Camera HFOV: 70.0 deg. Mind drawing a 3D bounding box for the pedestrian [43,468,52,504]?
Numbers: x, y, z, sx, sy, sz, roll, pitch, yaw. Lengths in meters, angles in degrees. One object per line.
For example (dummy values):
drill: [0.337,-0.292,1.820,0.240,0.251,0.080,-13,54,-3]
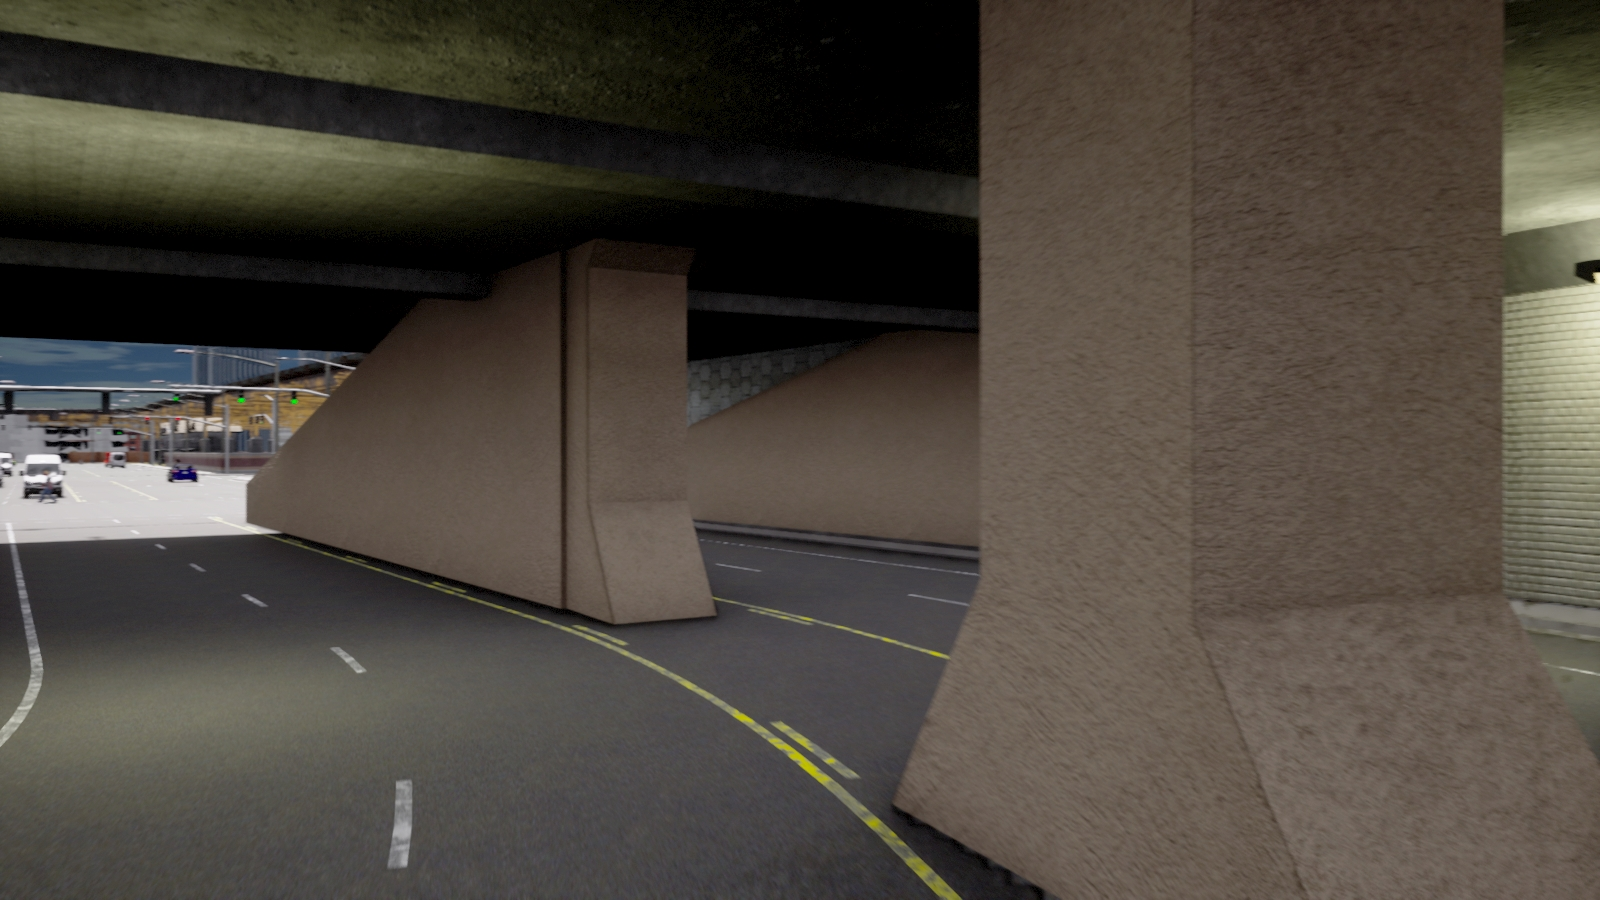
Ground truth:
pedestrian: [-40.016,1.908,60.734,0.375,1.860,0.375,0,0,-36]
